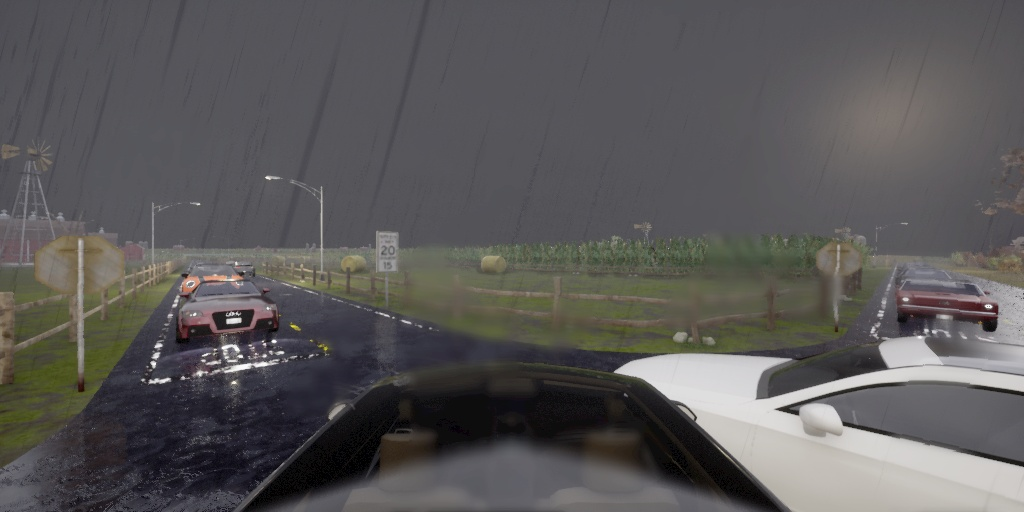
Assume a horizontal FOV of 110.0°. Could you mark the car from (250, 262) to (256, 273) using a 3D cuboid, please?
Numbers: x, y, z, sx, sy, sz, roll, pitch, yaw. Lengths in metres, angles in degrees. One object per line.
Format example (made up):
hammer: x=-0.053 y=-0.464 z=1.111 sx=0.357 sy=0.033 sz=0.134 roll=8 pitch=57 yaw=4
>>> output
car: x=-26.884 y=1.272 z=35.715 sx=2.128 sy=1.511 sz=4.902 roll=0 pitch=0 yaw=-41

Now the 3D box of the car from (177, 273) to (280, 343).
car: x=-7.914 y=1.352 z=9.950 sx=1.994 sy=1.385 sz=4.181 roll=0 pitch=0 yaw=-42

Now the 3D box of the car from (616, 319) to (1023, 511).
car: x=2.844 y=1.293 z=2.333 sx=1.812 sy=1.442 sz=4.674 roll=0 pitch=1 yaw=-44

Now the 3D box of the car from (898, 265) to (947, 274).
car: x=20.644 y=1.355 z=17.909 sx=5.357 sy=1.411 sz=2.033 roll=0 pitch=1 yaw=-43

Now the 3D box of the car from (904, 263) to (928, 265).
car: x=27.416 y=1.389 z=24.145 sx=4.181 sy=1.385 sz=1.994 roll=0 pitch=1 yaw=-43

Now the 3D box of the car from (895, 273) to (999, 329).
car: x=13.548 y=1.393 z=11.365 sx=4.718 sy=1.301 sz=1.895 roll=0 pitch=1 yaw=-43

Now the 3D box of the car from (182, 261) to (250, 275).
car: x=-13.672 y=1.135 z=16.449 sx=2.097 sy=1.767 sz=4.553 roll=0 pitch=0 yaw=-42
